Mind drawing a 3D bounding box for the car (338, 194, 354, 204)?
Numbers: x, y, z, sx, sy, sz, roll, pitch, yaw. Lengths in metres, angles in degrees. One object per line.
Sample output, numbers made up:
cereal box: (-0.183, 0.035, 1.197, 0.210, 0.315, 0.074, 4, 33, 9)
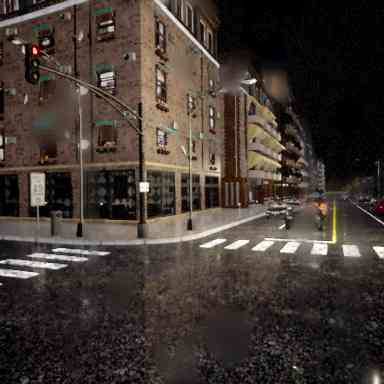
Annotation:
car: (26.963, 1.300, 58.845, 1.994, 1.385, 4.181, -1, 0, 23)

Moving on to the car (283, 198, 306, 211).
car: (11.765, 1.414, 38.120, 2.008, 1.369, 4.403, -1, 0, 23)

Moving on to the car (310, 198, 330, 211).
car: (14.773, 1.400, 38.294, 1.994, 1.385, 4.181, -1, 0, 23)

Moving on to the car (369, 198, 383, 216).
car: (17.226, 1.397, 29.592, 1.802, 1.307, 4.206, -1, 0, 23)

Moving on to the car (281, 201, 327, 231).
car: (6.879, 1.472, 20.137, 1.994, 1.385, 4.181, -1, 0, 23)

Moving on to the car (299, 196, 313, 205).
car: (18.435, 1.333, 53.669, 1.752, 1.417, 4.829, -1, 0, 23)

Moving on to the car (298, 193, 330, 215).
car: (10.758, 1.224, 29.136, 2.097, 1.767, 4.553, -1, 0, 23)

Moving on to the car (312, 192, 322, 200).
car: (31.972, 1.030, 85.236, 2.192, 1.841, 5.009, -1, 0, 23)

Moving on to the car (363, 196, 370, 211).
car: (19.471, 1.346, 34.828, 2.008, 1.369, 4.403, -1, 0, 23)

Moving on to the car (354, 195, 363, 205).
car: (26.209, 1.290, 50.533, 2.008, 1.369, 4.403, -1, 0, 23)

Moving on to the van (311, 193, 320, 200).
van: (29.727, 1.070, 80.002, 1.690, 1.788, 3.998, -1, 0, 23)

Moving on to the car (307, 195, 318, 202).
car: (25.172, 1.283, 69.375, 1.752, 1.417, 4.829, -1, 0, 23)

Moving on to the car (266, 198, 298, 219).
car: (7.273, 1.454, 27.649, 2.008, 1.369, 4.403, -1, 0, 23)
